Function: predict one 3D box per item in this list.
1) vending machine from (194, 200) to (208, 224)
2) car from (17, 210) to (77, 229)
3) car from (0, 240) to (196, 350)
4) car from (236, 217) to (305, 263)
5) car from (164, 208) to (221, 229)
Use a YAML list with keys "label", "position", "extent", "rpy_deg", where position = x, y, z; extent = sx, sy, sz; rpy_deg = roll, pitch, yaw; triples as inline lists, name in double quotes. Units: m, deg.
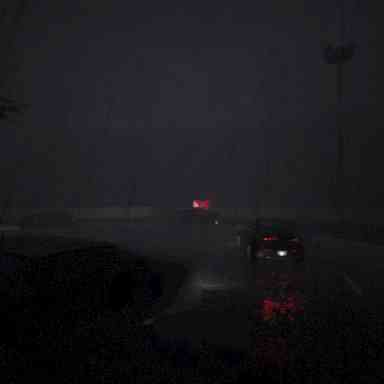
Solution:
- label: "vending machine"
  position: [0.815, 1.746, 29.948]
  extent: [0.880, 2.100, 1.100]
  rpy_deg: [-1, -1, 33]
- label: "car"
  position: [-11.123, 2.090, 25.593]
  extent: [4.181, 1.385, 1.994]
  rpy_deg: [0, -1, 0]
- label: "car"
  position: [-2.234, 1.684, 6.579]
  extent: [2.033, 1.411, 5.357]
  rpy_deg: [-1, -1, 40]
- label: "car"
  position: [2.904, 1.735, 12.964]
  extent: [1.837, 1.490, 4.892]
  rpy_deg: [2, -1, 1]
- label: "car"
  position: [-0.071, 1.976, 25.404]
  extent: [4.892, 1.490, 1.837]
  rpy_deg: [-1, -3, 41]
